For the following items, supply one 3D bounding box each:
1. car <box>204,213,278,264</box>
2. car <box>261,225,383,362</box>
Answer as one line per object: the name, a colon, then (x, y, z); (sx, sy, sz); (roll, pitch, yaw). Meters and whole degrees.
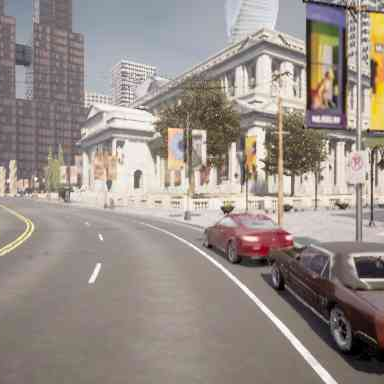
car: (1.784, 1.466, 11.528); (2.002, 1.452, 4.674); (0, 0, -13)
car: (2.822, 1.540, 5.892); (1.895, 1.301, 4.718); (0, 0, -3)
